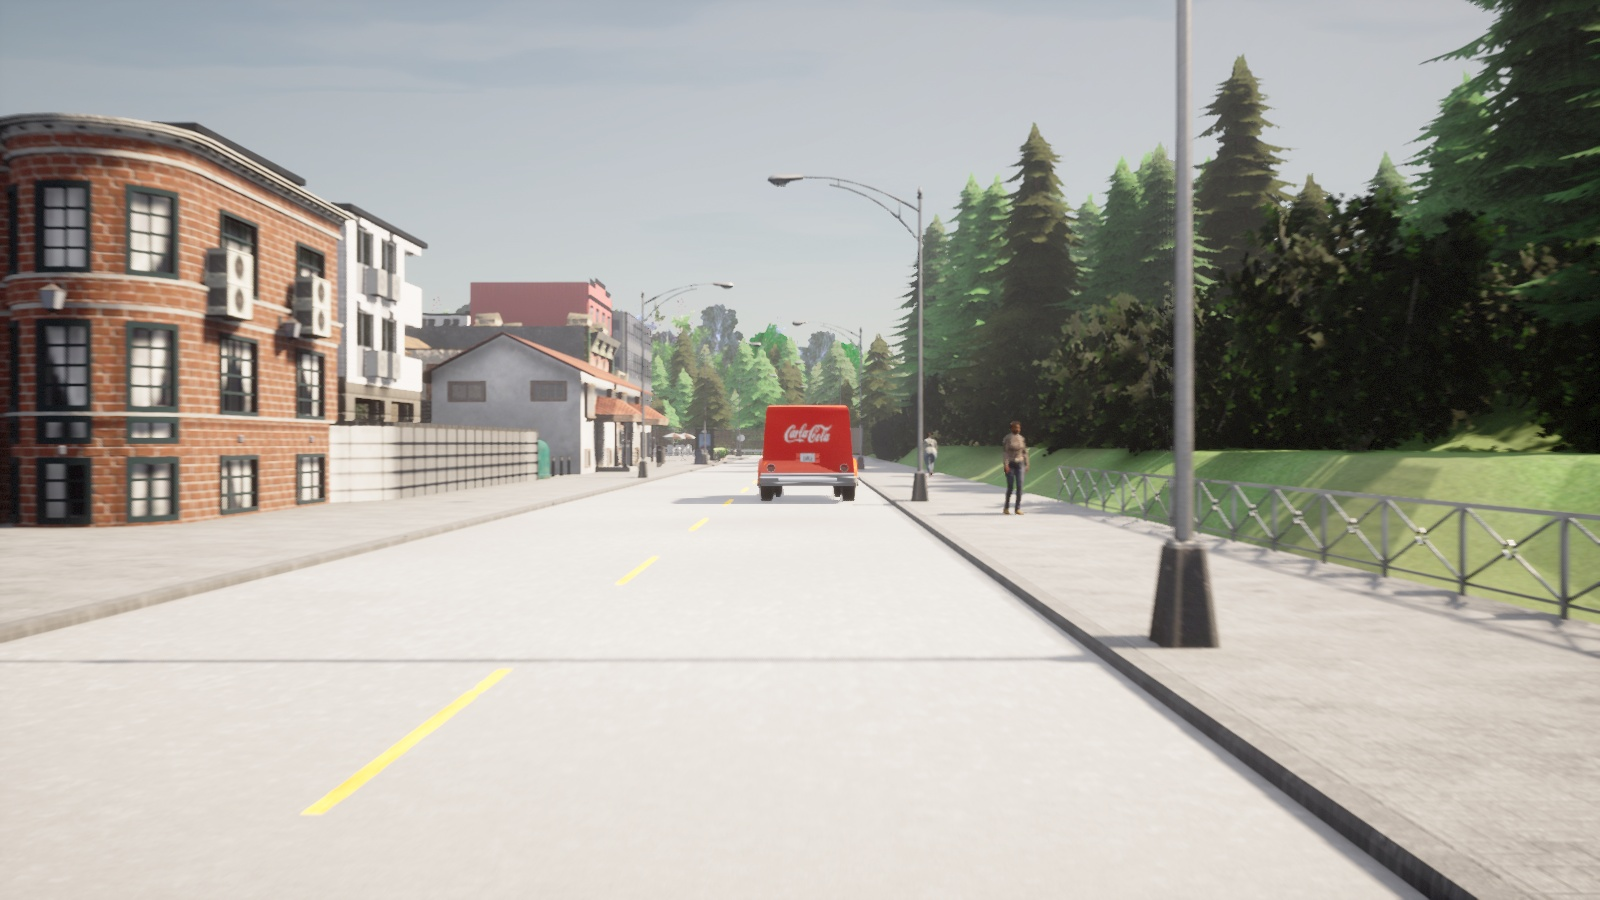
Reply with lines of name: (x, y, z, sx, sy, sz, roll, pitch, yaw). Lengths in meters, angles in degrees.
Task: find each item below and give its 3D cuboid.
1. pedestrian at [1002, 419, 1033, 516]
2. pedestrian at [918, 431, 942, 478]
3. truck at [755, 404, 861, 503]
pedestrian: (4.105, 0.327, 23.749, 0.328, 1.805, 0.869, 0, 0, -7)
pedestrian: (5.285, 0.177, 50.931, 0.874, 1.855, 0.900, 0, 0, 0)
truck: (0.208, 0.071, 33.829, 2.627, 2.467, 5.204, 0, 0, 0)
